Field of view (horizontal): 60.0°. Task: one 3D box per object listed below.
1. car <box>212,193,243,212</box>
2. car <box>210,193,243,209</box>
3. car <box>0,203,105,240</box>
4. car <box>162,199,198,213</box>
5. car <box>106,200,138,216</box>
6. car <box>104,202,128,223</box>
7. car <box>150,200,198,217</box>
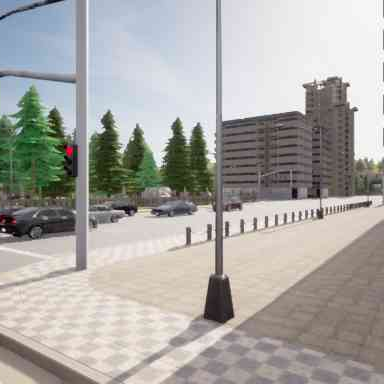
[{"bbox_3d":[4.273,1.352,39.744,2.097,1.767,4.553,0,0,36],"label":"car"},{"bbox_3d":[4.927,1.221,46.638,2.150,2.045,5.566,0,0,36],"label":"car"},{"bbox_3d":[-7.216,1.505,17.300,1.837,1.490,4.892,1,0,36],"label":"car"},{"bbox_3d":[-1.331,1.564,37.941,1.994,1.385,4.181,0,0,35],"label":"car"},{"bbox_3d":[-7.084,1.478,29.877,1.882,1.535,5.008,0,0,36],"label":"car"},{"bbox_3d":[-7.149,1.601,23.759,1.895,1.301,4.718,0,0,36],"label":"car"},{"bbox_3d":[-1.541,1.547,31.613,2.033,1.411,5.357,0,0,36],"label":"car"}]
